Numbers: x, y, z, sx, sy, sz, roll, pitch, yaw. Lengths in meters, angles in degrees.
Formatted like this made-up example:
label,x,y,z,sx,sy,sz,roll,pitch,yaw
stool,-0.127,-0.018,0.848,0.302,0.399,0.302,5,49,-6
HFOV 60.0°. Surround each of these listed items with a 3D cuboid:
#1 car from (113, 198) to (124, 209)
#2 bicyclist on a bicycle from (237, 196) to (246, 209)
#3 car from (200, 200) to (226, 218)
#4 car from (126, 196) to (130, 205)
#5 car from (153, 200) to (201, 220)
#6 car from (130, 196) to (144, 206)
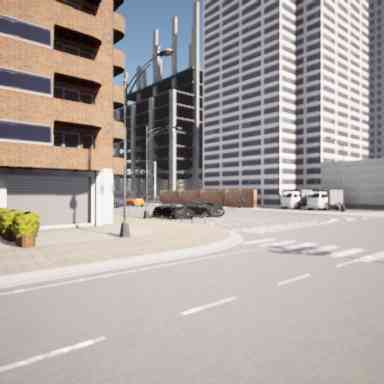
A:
label,x,y,z,sx,sy,sz,roll,pitch,yaw
car,-11.565,1.623,45.870,1.994,1.385,4.181,0,0,-40
bicyclist on a bicycle,6.442,1.359,43.221,1.656,1.620,0.582,0,0,-41
car,1.013,1.562,31.151,1.837,1.490,4.892,0,0,-41
car,-12.426,1.606,52.327,2.033,1.411,5.357,0,0,-41
car,-1.561,1.621,28.781,1.994,1.385,4.181,0,0,-40
car,-9.751,1.411,54.584,2.097,1.767,4.553,0,0,-41
